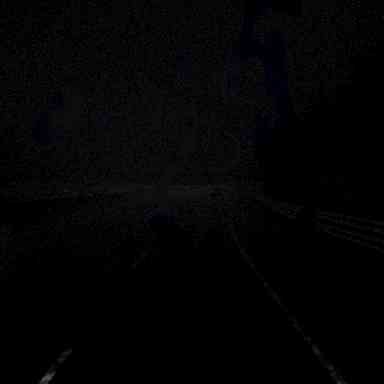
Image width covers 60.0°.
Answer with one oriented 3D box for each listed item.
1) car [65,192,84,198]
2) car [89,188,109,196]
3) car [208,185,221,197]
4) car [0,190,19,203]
[{"bbox_3d":[-19.844,0.715,56.640,1.812,1.442,4.674,0,1,2],"label":"car"},{"bbox_3d":[-16.279,0.357,58.708,2.150,2.045,5.566,0,2,2],"label":"car"},{"bbox_3d":[5.189,-0.042,72.909,2.150,2.045,5.566,0,2,2],"label":"car"},{"bbox_3d":[-23.782,0.746,41.301,2.150,2.045,5.566,0,1,2],"label":"car"}]
